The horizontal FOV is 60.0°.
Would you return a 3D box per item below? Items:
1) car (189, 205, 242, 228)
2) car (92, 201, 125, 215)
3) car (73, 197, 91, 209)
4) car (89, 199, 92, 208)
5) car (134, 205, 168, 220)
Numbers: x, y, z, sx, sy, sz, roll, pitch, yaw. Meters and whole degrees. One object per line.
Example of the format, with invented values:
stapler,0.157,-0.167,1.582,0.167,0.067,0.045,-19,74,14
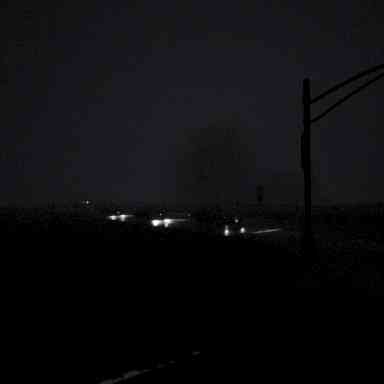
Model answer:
car,1.662,1.771,25.126,2.128,1.511,4.902,-1,0,-36
car,-10.315,2.110,41.843,2.033,1.411,5.357,-1,0,-35
car,-20.425,2.028,62.250,2.150,2.045,5.566,-1,0,-36
car,-14.369,2.153,53.812,2.128,1.511,4.902,-1,0,-35
car,-4.168,1.981,33.243,1.994,1.385,4.181,-1,0,-37
